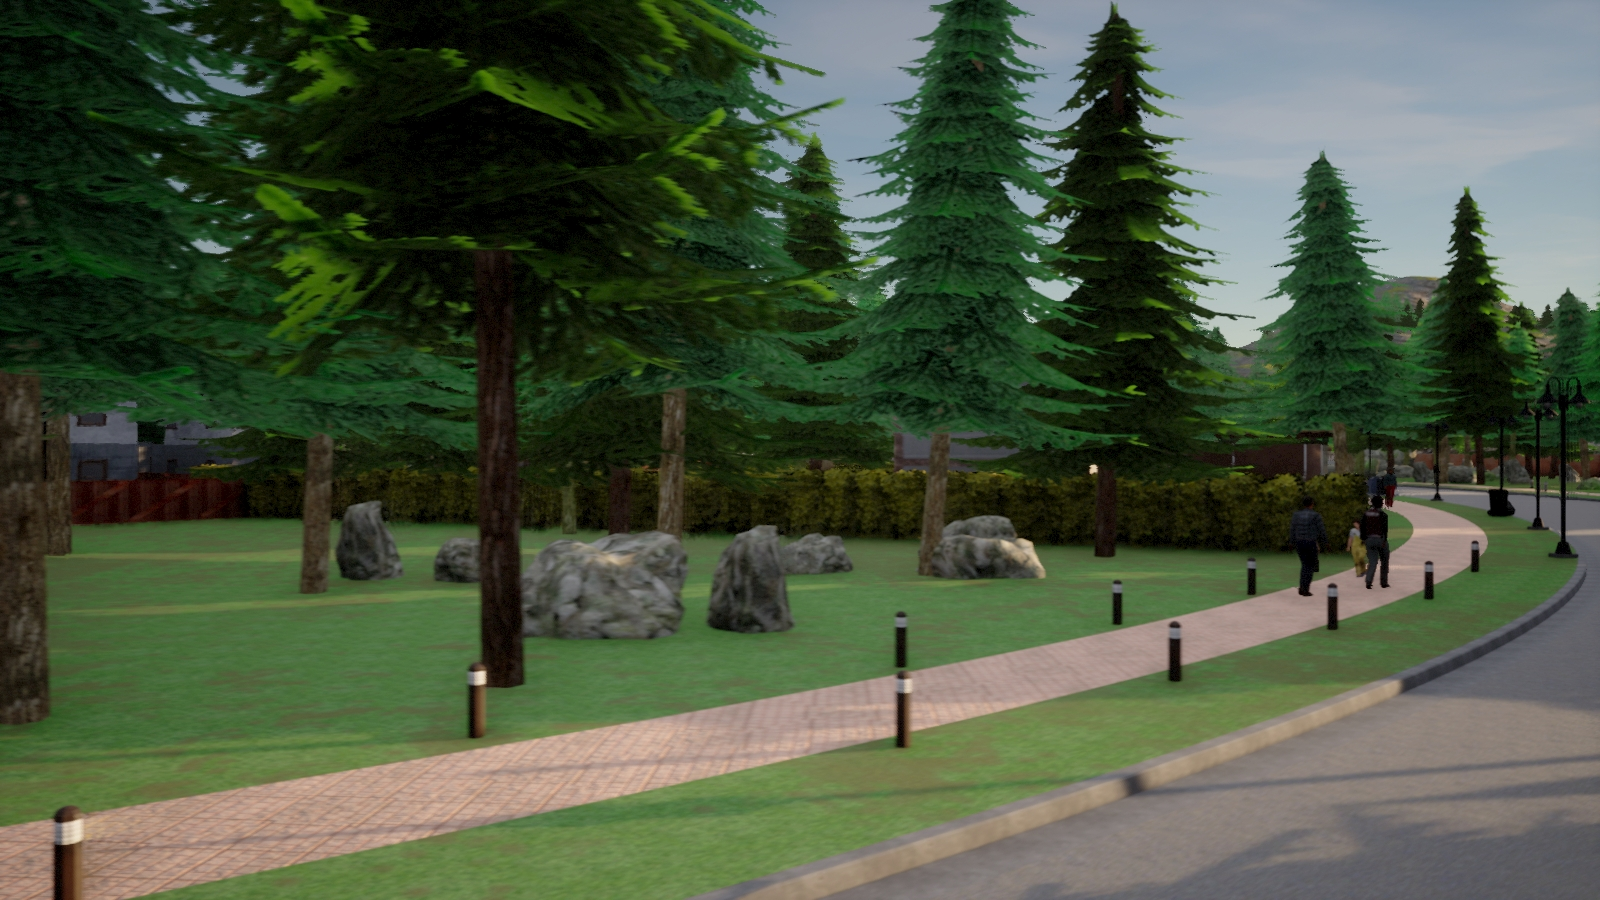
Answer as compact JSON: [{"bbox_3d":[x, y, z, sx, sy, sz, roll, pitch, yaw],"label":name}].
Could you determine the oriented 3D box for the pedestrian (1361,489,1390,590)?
[{"bbox_3d":[10.802,1.665,21.437,0.375,1.860,0.375,0,0,-40],"label":"pedestrian"}]

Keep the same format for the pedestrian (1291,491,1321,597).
[{"bbox_3d":[9.049,1.665,20.427,0.375,1.860,0.375,0,0,-42],"label":"pedestrian"}]

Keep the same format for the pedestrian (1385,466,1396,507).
[{"bbox_3d":[27.032,1.668,52.300,0.375,1.860,0.375,0,0,20],"label":"pedestrian"}]

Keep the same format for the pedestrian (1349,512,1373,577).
[{"bbox_3d":[11.623,1.945,23.672,0.375,1.300,0.375,0,0,41],"label":"pedestrian"}]
